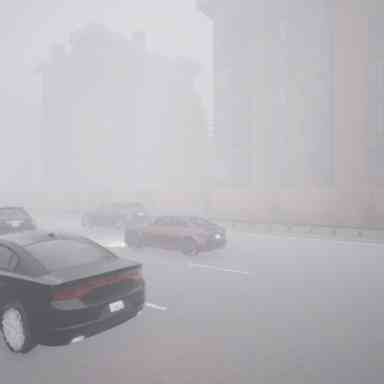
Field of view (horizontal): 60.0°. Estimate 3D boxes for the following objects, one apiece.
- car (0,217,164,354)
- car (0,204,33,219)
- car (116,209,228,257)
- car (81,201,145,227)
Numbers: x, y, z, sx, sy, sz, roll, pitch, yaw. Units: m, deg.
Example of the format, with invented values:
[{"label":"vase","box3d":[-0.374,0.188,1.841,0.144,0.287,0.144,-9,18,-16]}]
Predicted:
[{"label":"car","box3d":[-3.086,1.477,6.194,5.008,1.535,1.882,0,0,35]},{"label":"car","box3d":[-8.812,1.352,14.578,4.553,1.767,2.097,0,0,36]},{"label":"car","box3d":[-0.696,1.564,13.090,4.181,1.385,1.994,0,0,36]},{"label":"car","box3d":[-4.654,1.352,20.208,4.553,1.767,2.097,0,0,36]}]
